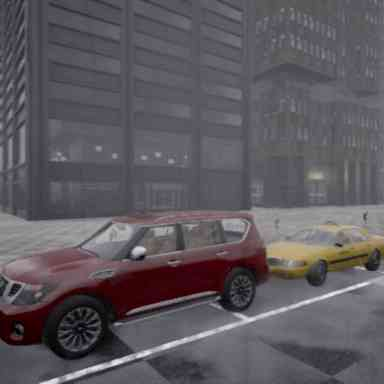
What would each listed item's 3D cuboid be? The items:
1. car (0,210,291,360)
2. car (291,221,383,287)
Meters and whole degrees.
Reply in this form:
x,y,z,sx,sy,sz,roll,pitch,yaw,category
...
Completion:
x,y,z,sx,sy,sz,roll,pitch,yaw,category
-0.729,1.312,6.133,5.009,1.841,2.192,0,0,-36,car
3.725,1.516,9.310,4.829,1.417,1.752,0,0,-36,car
